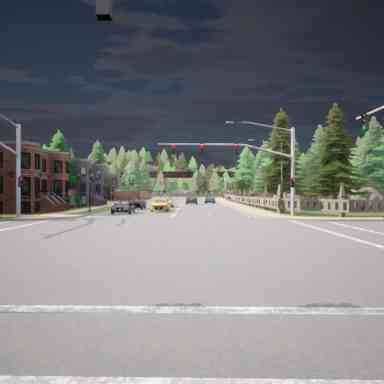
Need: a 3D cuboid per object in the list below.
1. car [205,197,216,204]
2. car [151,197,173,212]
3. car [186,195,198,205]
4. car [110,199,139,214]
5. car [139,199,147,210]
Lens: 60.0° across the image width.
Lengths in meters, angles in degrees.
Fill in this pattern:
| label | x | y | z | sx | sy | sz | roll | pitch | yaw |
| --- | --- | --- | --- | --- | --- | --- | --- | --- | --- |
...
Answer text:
| label | x | y | z | sx | sy | sz | roll | pitch | yaw |
| --- | --- | --- | --- | --- | --- | --- | --- | --- | --- |
| car | 3.526 | 1.564 | 65.142 | 1.994 | 1.385 | 4.181 | 0 | 0 | 0 |
| car | -3.639 | 1.477 | 38.767 | 1.882 | 1.535 | 5.008 | 0 | 0 | 0 |
| car | -0.069 | 1.352 | 60.161 | 2.097 | 1.767 | 4.553 | 0 | 0 | 0 |
| car | -7.137 | 1.564 | 34.791 | 1.994 | 1.385 | 4.181 | 0 | 0 | 0 |
| car | -7.136 | 1.601 | 43.543 | 1.895 | 1.301 | 4.718 | 0 | 0 | 0 |
